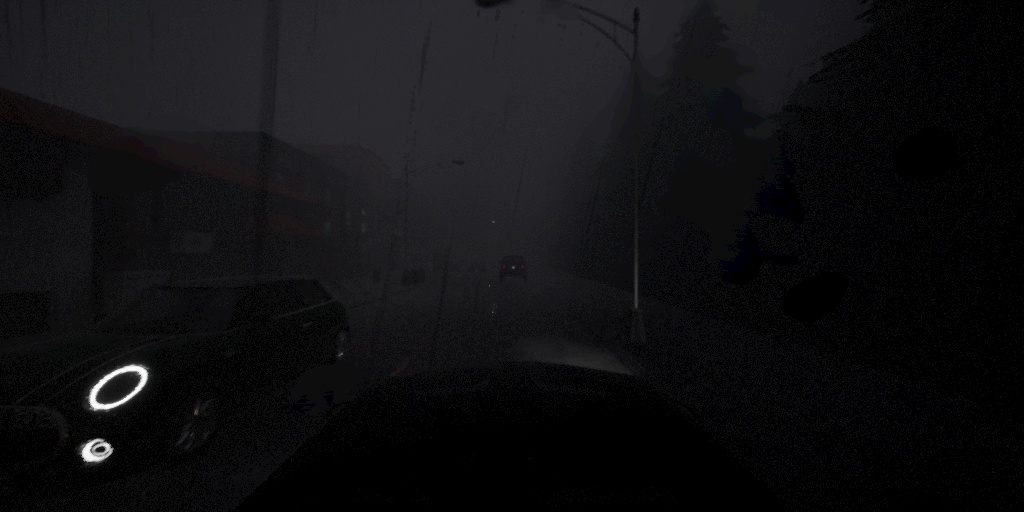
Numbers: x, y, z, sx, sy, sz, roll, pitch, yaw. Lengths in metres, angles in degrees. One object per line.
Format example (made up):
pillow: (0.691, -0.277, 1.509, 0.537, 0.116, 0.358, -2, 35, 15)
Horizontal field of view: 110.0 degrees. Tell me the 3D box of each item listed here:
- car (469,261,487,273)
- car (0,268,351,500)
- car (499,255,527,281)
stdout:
car: (-4.070, 1.289, 43.731, 2.033, 1.411, 5.357, 0, 0, 0)
car: (-4.100, 1.101, 4.895, 2.097, 1.767, 4.553, 0, 0, 0)
car: (0.107, 0.966, 29.868, 2.150, 2.045, 5.566, 0, 0, 0)
